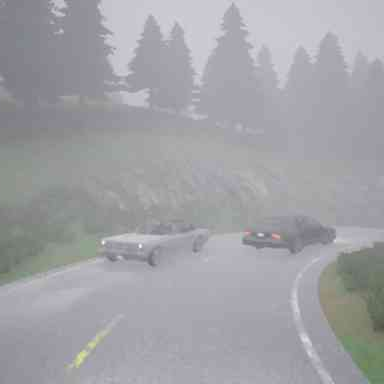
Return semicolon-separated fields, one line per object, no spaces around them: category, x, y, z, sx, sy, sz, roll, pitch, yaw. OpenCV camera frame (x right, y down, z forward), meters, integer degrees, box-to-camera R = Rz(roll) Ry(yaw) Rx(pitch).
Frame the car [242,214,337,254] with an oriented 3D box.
car;4.298;1.649;14.126;2.033;1.411;5.357;-1;-1;44

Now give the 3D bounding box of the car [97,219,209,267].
car;-1.163;1.688;12.037;1.895;1.301;4.718;0;-1;28
